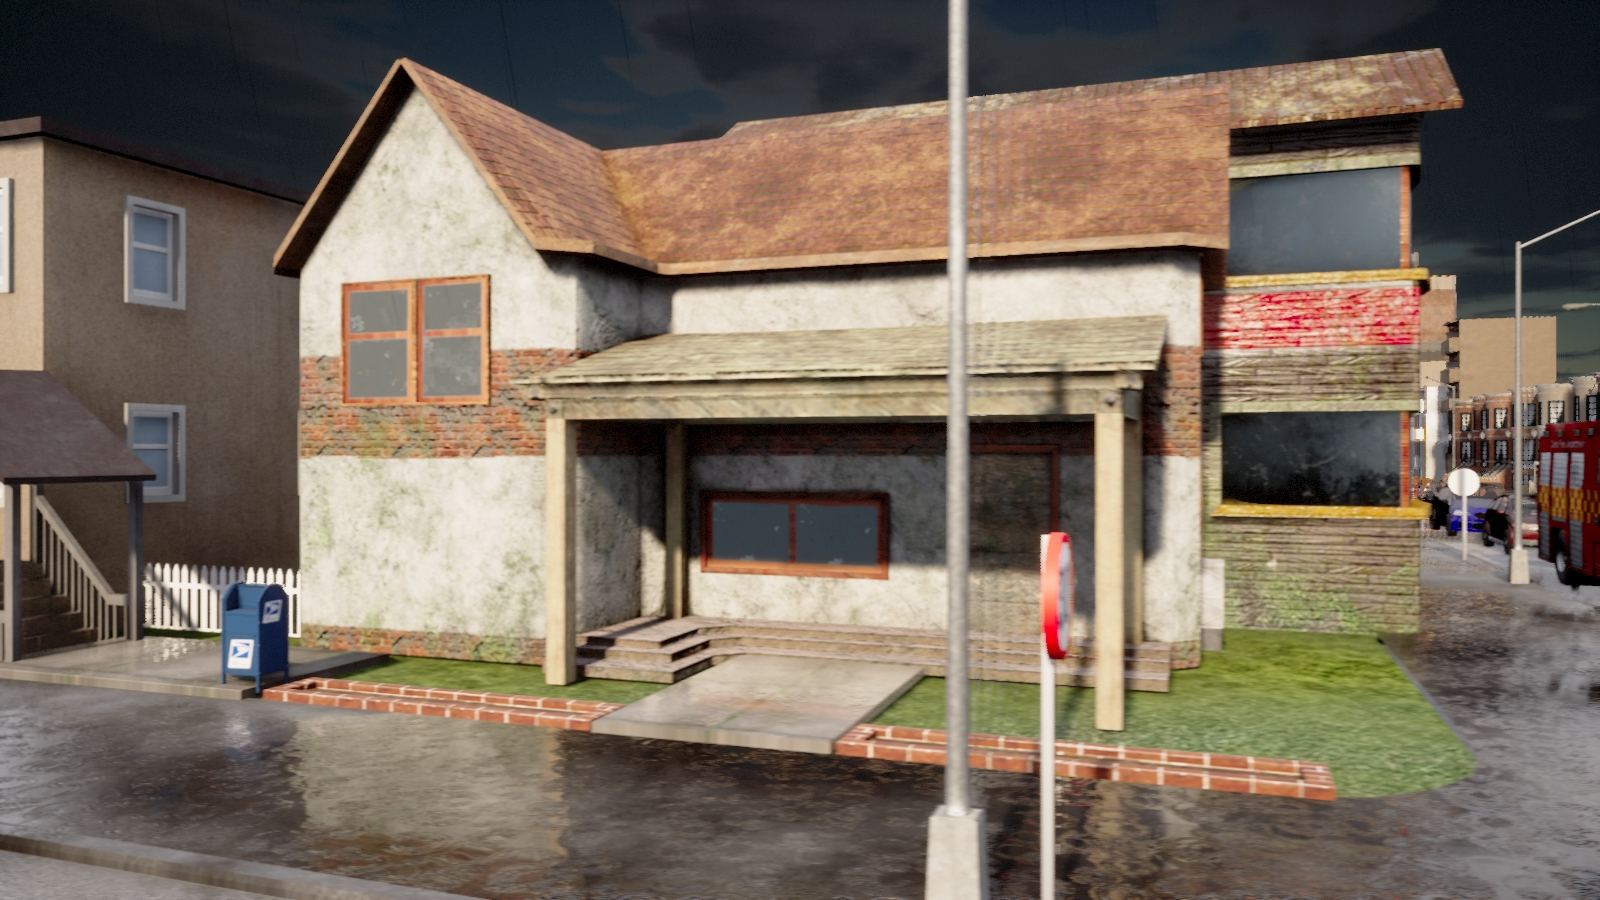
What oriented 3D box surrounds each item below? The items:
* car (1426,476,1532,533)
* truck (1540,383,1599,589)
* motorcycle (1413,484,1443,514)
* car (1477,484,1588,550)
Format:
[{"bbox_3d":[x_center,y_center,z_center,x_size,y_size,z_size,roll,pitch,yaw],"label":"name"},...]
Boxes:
[{"bbox_3d":[22.591,1.748,38.222,2.242,1.667,4.611,0,0,20],"label":"car"},{"bbox_3d":[16.203,0.671,20.679,2.891,3.827,8.468,0,0,20],"label":"truck"},{"bbox_3d":[25.730,1.993,46.832,0.803,1.145,2.033,0,0,20],"label":"motorcycle"},{"bbox_3d":[20.186,1.798,31.638,1.789,1.549,3.705,0,0,20],"label":"car"}]
